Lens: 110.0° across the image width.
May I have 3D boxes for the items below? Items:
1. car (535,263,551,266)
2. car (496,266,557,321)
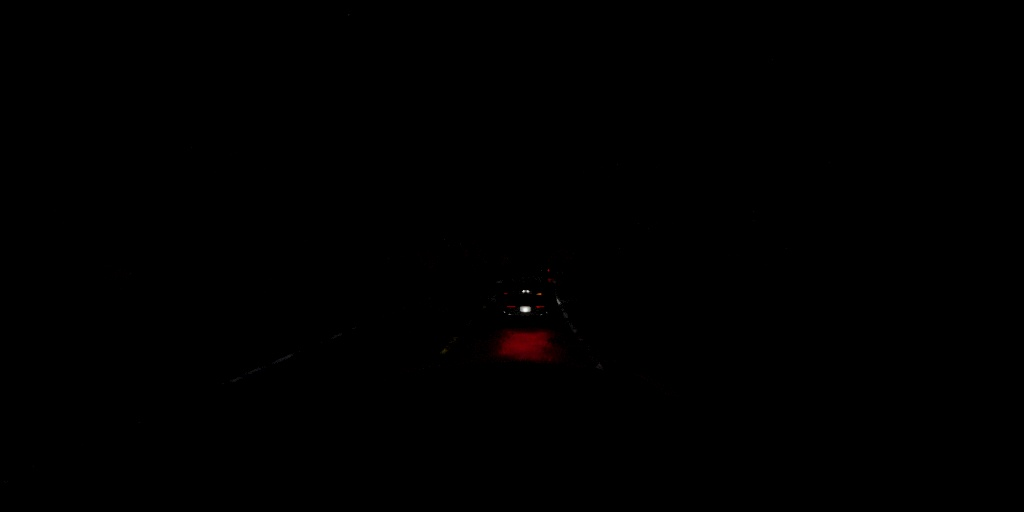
[{"bbox_3d":[3.052,1.346,34.870,1.895,1.301,4.718,0,0,10],"label":"car"},{"bbox_3d":[0.513,1.256,12.553,1.837,1.490,4.892,0,0,3],"label":"car"}]
